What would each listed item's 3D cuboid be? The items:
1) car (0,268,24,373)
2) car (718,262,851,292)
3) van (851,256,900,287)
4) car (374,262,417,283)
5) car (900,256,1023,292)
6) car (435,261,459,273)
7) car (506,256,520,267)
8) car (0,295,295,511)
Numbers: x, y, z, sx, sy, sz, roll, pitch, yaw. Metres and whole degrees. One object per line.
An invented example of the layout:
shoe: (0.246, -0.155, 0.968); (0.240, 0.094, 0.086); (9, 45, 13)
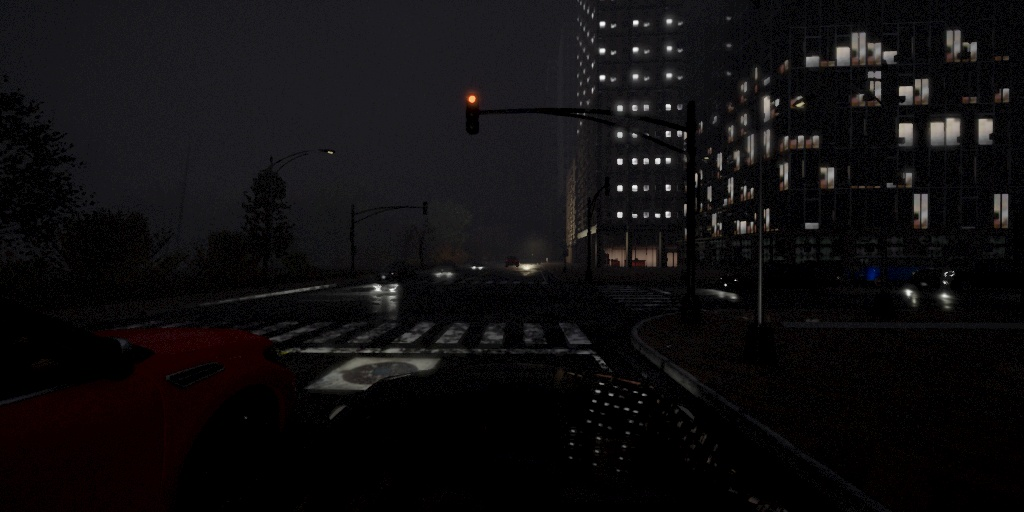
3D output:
car: (-9.784, 1.101, 4.134); (2.097, 1.767, 4.553); (0, 0, 1)
car: (14.041, 1.138, 18.939); (5.357, 1.411, 2.033); (0, 0, 4)
van: (22.116, 0.856, 21.096); (3.998, 1.789, 1.690); (0, 0, 4)
car: (-8.879, 1.236, 27.664); (2.128, 1.511, 4.902); (0, 0, 4)
car: (23.431, 0.866, 18.281); (4.553, 1.767, 2.097); (0, 0, 4)
car: (-7.871, 1.292, 44.073); (2.033, 1.411, 5.357); (0, 0, 4)
car: (0.129, 0.978, 65.018); (2.150, 2.045, 5.566); (0, 0, 4)
car: (-3.118, 0.972, 1.001); (2.150, 2.045, 5.566); (0, 0, 0)
